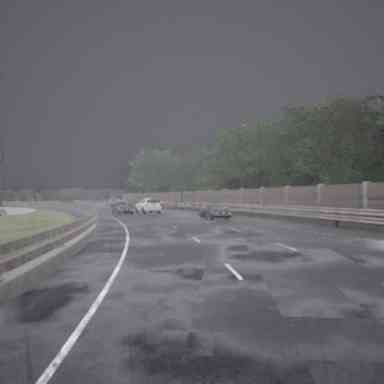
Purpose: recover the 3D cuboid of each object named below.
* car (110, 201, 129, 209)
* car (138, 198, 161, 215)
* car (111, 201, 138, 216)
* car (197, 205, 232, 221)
[{"bbox_3d":[-13.939,2.426,63.923,1.837,1.490,4.892,0,-1,-34],"label":"car"},{"bbox_3d":[-5.685,1.819,42.793,2.150,2.045,5.566,0,-1,-25],"label":"car"},{"bbox_3d":[-8.560,2.134,40.716,2.033,1.411,5.357,0,-1,-25],"label":"car"},{"bbox_3d":[2.095,1.959,31.962,2.033,1.411,5.357,0,-1,-16],"label":"car"}]
